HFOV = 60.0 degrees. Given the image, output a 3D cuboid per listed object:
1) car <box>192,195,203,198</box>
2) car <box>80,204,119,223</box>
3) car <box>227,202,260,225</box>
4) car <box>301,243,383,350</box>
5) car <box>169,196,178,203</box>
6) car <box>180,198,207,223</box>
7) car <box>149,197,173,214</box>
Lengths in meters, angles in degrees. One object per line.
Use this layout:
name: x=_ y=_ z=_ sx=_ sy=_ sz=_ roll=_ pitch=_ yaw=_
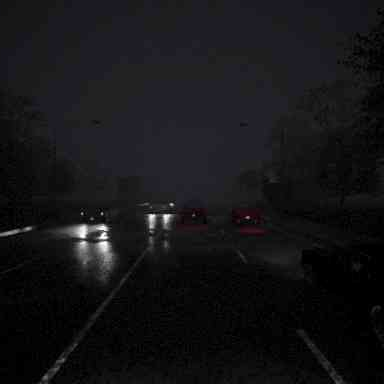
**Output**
car: x=0.532 y=1.504 z=42.996 sx=2.128 sy=1.511 sz=4.902 roll=0 pitch=0 yaw=2
car: x=-7.067 y=1.608 z=25.762 sx=1.895 sy=1.301 sz=4.718 roll=0 pitch=0 yaw=0
car: x=3.617 y=1.484 z=24.031 sx=1.882 sy=1.535 sz=5.008 roll=0 pitch=0 yaw=0
car: x=3.600 y=1.602 z=6.116 sx=1.895 sy=1.301 sz=4.718 roll=0 pitch=0 yaw=0
car: x=-4.217 y=1.572 z=67.380 sx=1.994 sy=1.385 sz=4.181 roll=0 pitch=0 yaw=10
car: x=0.126 y=1.485 z=25.636 sx=1.882 sy=1.535 sz=5.008 roll=0 pitch=0 yaw=0
car: x=-3.413 y=1.535 z=35.750 sx=1.812 sy=1.442 sz=4.674 roll=0 pitch=0 yaw=2
